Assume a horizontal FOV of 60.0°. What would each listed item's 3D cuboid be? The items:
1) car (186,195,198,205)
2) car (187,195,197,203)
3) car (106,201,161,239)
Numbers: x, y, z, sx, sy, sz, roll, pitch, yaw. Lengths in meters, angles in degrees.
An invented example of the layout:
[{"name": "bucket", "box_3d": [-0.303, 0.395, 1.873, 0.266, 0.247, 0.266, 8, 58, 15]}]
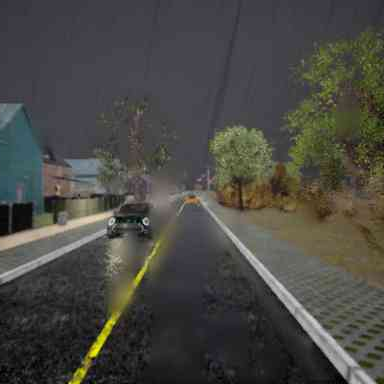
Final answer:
[{"name": "car", "box_3d": [-0.002, 1.346, 55.491, 1.882, 1.535, 5.008, 0, 0, 0]}, {"name": "car", "box_3d": [-0.002, 1.335, 65.925, 1.837, 1.490, 4.892, 0, 0, 0]}, {"name": "car", "box_3d": [-2.808, 1.309, 16.820, 2.097, 1.767, 4.553, 0, 0, 0]}]
